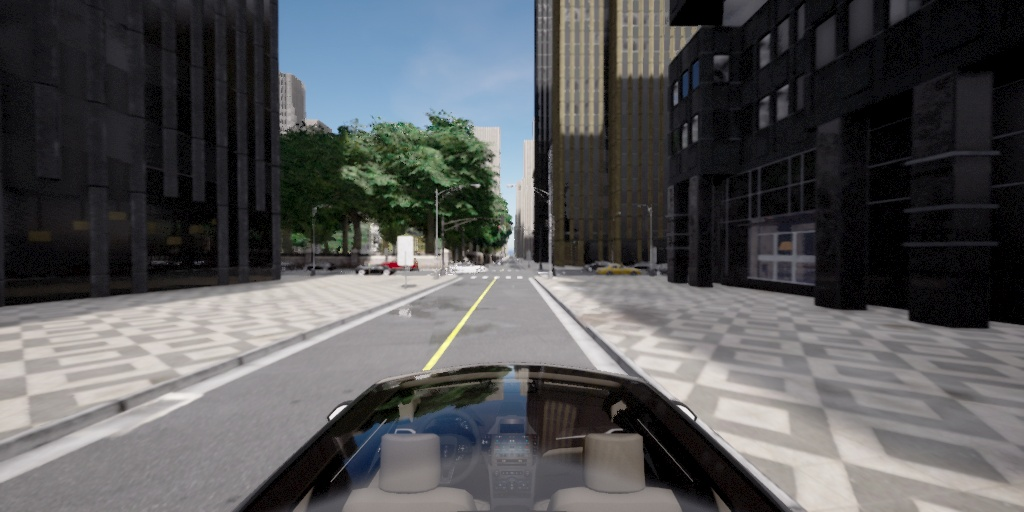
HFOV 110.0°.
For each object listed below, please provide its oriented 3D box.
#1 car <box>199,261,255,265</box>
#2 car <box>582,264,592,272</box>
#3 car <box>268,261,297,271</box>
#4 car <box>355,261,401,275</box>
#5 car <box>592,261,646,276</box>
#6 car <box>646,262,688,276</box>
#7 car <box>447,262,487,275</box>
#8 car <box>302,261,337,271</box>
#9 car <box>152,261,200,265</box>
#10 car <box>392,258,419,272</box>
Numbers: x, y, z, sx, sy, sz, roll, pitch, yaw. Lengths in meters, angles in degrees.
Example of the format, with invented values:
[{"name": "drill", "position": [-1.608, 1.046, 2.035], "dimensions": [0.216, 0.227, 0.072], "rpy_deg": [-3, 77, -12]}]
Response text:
[{"name": "car", "position": [-31.436, 1.484, 39.846], "dimensions": [4.403, 1.370, 2.007], "rpy_deg": [0, 0, 0]}, {"name": "car", "position": [11.636, 1.377, 48.132], "dimensions": [4.403, 1.370, 2.007], "rpy_deg": [0, 0, 0]}, {"name": "car", "position": [-31.396, 1.353, 48.370], "dimensions": [4.403, 1.370, 2.007], "rpy_deg": [0, 0, 0]}, {"name": "car", "position": [-15.066, 1.501, 39.755], "dimensions": [4.313, 1.339, 1.948], "rpy_deg": [0, 0, 0]}, {"name": "car", "position": [11.768, 1.482, 39.607], "dimensions": [4.829, 1.417, 1.751], "rpy_deg": [0, 0, 0]}, {"name": "car", "position": [17.111, 1.514, 39.577], "dimensions": [4.403, 1.370, 2.007], "rpy_deg": [0, 0, 0]}, {"name": "car", "position": [-5.310, 1.468, 42.467], "dimensions": [4.674, 1.442, 1.812], "rpy_deg": [-1, 0, 0]}, {"name": "car", "position": [-25.940, 1.369, 48.340], "dimensions": [4.313, 1.339, 1.948], "rpy_deg": [0, 0, 0]}, {"name": "car", "position": [-36.893, 1.515, 39.876], "dimensions": [4.207, 1.307, 1.802], "rpy_deg": [0, 0, 0]}, {"name": "car", "position": [-15.028, 1.120, 48.279], "dimensions": [5.009, 1.841, 2.192], "rpy_deg": [0, 0, 0]}]
